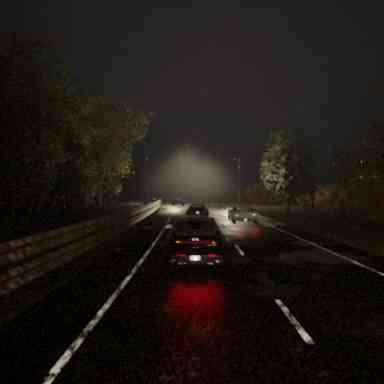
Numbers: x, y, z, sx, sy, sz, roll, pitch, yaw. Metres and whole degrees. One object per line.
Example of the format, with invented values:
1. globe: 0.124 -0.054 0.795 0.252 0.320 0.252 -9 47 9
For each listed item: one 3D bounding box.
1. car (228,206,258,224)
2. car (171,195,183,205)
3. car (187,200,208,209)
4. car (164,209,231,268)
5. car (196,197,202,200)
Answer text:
1. car: 3.950 1.742 26.434 1.895 1.301 4.718 0 0 1
2. car: -2.969 1.616 66.648 2.150 2.045 5.566 1 -1 -6
3. car: 0.513 1.709 29.830 1.994 1.385 4.181 0 0 1
4. car: 0.124 1.558 11.447 1.837 1.490 4.892 0 0 1
5. car: 1.980 2.236 95.392 1.994 1.385 4.181 0 -1 2
